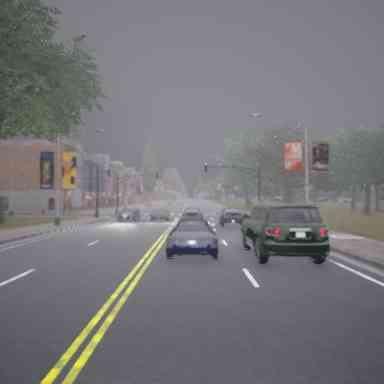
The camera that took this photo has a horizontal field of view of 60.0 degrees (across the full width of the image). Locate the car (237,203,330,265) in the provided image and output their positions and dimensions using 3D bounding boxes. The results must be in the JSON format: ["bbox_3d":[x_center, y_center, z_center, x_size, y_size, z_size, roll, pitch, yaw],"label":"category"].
[{"bbox_3d":[3.258,1.415,12.628,2.150,2.045,5.566,0,-1,0],"label":"car"}]

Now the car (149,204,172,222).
[{"bbox_3d":[-3.275,2.273,34.837,1.837,1.490,4.892,0,-2,1],"label":"car"}]

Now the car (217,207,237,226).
[{"bbox_3d":[3.268,2.099,28.583,1.837,1.490,4.892,0,-1,0],"label":"car"}]

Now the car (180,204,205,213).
[{"bbox_3d":[0.019,2.099,28.589,1.837,1.490,4.892,0,-1,0],"label":"car"}]

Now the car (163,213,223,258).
[{"bbox_3d":[0.018,1.774,13.613,1.994,1.385,4.181,0,-1,1],"label":"car"}]

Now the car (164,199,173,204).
[{"bbox_3d":[-6.503,2.925,92.288,2.150,2.045,5.566,0,-1,0],"label":"car"}]

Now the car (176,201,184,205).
[{"bbox_3d":[-3.253,3.200,92.315,1.837,1.490,4.892,0,-1,0],"label":"car"}]

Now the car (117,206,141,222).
[{"bbox_3d":[-6.526,2.259,34.837,2.128,1.511,4.902,0,-2,1],"label":"car"}]
